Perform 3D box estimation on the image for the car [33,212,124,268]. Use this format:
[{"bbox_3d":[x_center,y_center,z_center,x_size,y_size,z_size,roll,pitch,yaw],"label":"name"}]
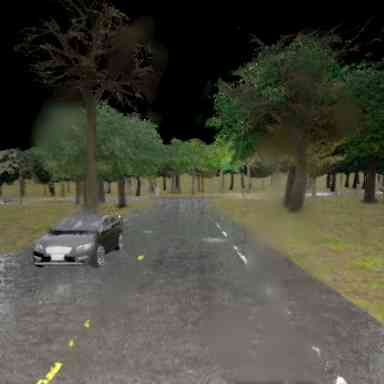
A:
[{"bbox_3d":[-3.598,1.482,11.343,2.128,1.511,4.902,0,0,0],"label":"car"}]
